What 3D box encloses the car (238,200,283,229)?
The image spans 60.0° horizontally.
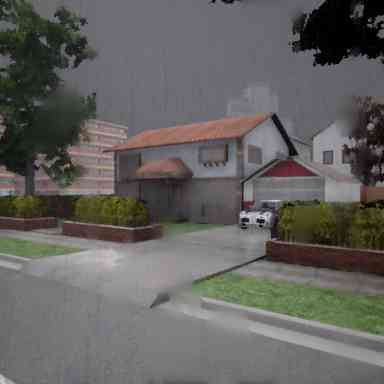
[{"bbox_3d":[4.004,1.168,17.454,1.970,1.475,3.806,0,0,36],"label":"car"}]
